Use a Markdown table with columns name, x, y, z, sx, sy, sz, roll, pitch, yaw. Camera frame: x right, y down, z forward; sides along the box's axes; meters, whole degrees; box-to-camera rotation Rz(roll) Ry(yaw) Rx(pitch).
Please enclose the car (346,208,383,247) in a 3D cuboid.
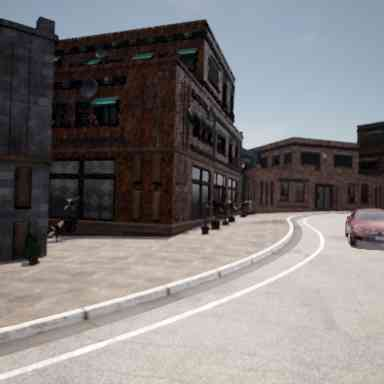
| name | x | y | z | sx | sy | sz | roll | pitch | yaw |
| --- | --- | --- | --- | --- | --- | --- | --- | --- | --- |
| car | 7.752 | 1.451 | 14.367 | 1.812 | 1.442 | 4.674 | 2 | 1 | 22 |
